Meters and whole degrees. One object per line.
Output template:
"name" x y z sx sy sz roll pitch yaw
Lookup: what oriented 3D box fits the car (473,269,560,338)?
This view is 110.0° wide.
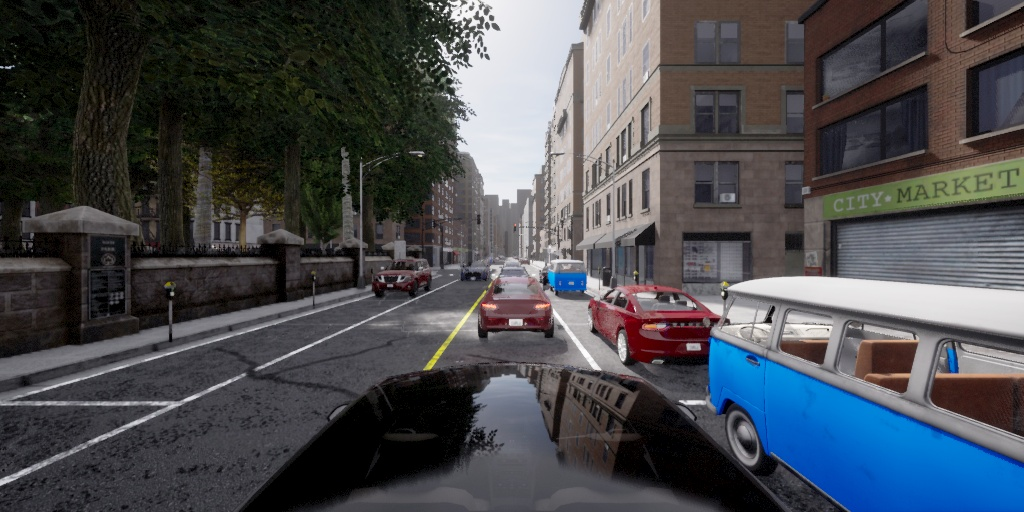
"car" 0.101 1.274 10.073 1.812 1.442 4.674 0 0 0

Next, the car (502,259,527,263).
"car" 0.024 1.242 29.396 1.837 1.490 4.892 0 0 0

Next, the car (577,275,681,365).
"car" 2.861 1.294 7.870 1.888 1.381 4.507 0 0 0

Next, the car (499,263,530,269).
"car" 0.110 1.292 19.652 2.033 1.411 5.357 0 0 1

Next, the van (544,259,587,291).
"van" 2.869 1.085 19.191 1.690 1.789 3.998 0 0 0

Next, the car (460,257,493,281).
"car" -2.980 1.155 29.683 2.097 1.767 4.553 0 0 0

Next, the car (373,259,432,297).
"car" -5.655 1.059 19.157 2.192 1.841 5.009 0 0 0

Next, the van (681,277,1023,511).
"van" 2.857 1.091 2.209 1.690 1.789 3.998 0 0 0
